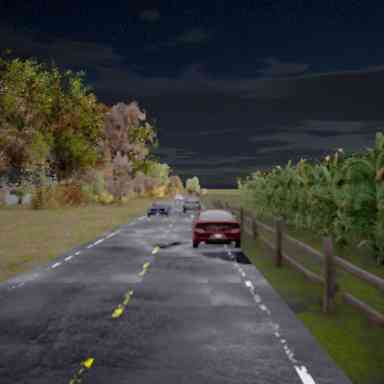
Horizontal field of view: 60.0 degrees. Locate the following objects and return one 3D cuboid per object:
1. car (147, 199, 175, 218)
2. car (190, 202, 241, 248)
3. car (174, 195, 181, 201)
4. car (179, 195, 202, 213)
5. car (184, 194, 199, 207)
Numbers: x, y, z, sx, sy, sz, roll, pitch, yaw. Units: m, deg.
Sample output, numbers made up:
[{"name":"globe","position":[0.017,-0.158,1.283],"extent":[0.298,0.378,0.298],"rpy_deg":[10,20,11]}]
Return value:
[{"name":"car","position":[-2.863,1.527,29.812],"extent":[1.895,1.301,4.718],"rpy_deg":[0,0,0]},{"name":"car","position":[0.955,1.440,14.624],"extent":[1.882,1.535,5.008],"rpy_deg":[0,0,0]},{"name":"car","position":[-2.788,1.350,71.361],"extent":[1.812,1.442,4.674],"rpy_deg":[0,0,0]},{"name":"car","position":[0.012,1.404,35.874],"extent":[2.128,1.511,4.902],"rpy_deg":[0,0,0]},{"name":"car","position":[-0.004,1.236,47.990],"extent":[2.097,1.767,4.553],"rpy_deg":[0,0,0]}]
